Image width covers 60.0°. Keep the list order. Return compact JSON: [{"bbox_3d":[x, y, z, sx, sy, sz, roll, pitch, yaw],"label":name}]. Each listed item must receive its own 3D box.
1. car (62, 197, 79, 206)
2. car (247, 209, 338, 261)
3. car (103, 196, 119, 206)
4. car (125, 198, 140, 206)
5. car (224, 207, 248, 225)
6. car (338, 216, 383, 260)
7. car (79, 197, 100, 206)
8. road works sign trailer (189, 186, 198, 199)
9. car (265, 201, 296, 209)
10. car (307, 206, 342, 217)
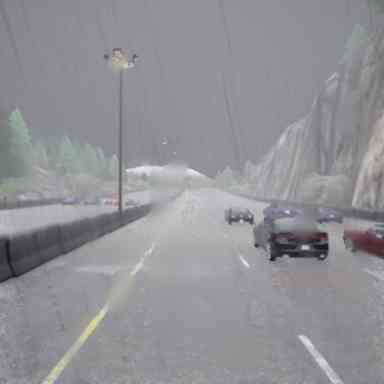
[{"bbox_3d":[-20.783,1.639,57.409,1.882,1.535,5.008,0,0,1],"label":"car"},{"bbox_3d":[3.604,1.635,12.946,1.882,1.535,5.008,0,-1,1],"label":"car"},{"bbox_3d":[-13.792,1.516,57.499,2.097,1.767,4.553,0,0,1],"label":"car"},{"bbox_3d":[-10.292,1.768,57.394,1.895,1.301,4.718,0,0,1],"label":"car"},{"bbox_3d":[3.655,1.840,26.580,1.895,1.301,4.718,0,0,1],"label":"car"},{"bbox_3d":[7.086,1.749,11.602,1.895,1.301,4.718,0,0,1],"label":"car"},{"bbox_3d":[-17.289,1.641,57.400,1.882,1.535,5.008,0,0,1],"label":"car"},{"bbox_3d":[0.391,0.104,92.643,2.380,3.560,2.880,-1,2,0],"label":"road works sign trailer"},{"bbox_3d":[7.163,1.594,27.105,2.097,1.767,4.553,0,0,1],"label":"car"},{"bbox_3d":[10.667,1.811,27.343,1.994,1.385,4.181,0,0,1],"label":"car"}]
